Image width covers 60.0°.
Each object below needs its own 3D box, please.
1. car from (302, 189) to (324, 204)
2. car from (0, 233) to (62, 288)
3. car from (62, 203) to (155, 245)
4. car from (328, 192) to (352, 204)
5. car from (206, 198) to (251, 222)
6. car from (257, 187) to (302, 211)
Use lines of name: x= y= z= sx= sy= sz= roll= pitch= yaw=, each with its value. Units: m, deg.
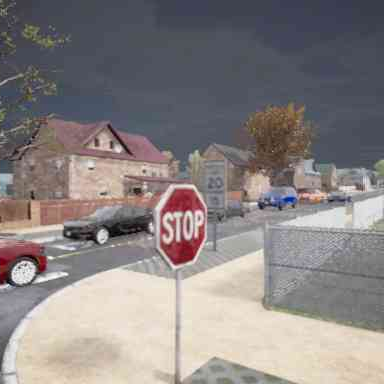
car: x=14.033 y=0.458 z=39.449 sx=2.097 sy=1.767 sz=4.553 roll=0 pitch=1 yaw=36
car: x=-5.565 y=1.484 z=6.893 sx=1.882 sy=1.535 sz=5.008 roll=0 pitch=2 yaw=35
car: x=-3.396 y=1.288 z=14.969 sx=1.882 sy=1.535 sz=5.008 roll=0 pitch=1 yaw=34
car: x=17.605 y=0.669 z=39.459 sx=1.895 sy=1.301 sz=4.718 roll=0 pitch=1 yaw=35
car: x=2.211 y=1.129 z=22.906 sx=2.033 sy=1.411 sz=5.357 roll=0 pitch=2 yaw=35
car: x=8.119 y=0.564 z=31.194 sx=2.150 sy=2.045 sz=5.566 roll=0 pitch=2 yaw=36
